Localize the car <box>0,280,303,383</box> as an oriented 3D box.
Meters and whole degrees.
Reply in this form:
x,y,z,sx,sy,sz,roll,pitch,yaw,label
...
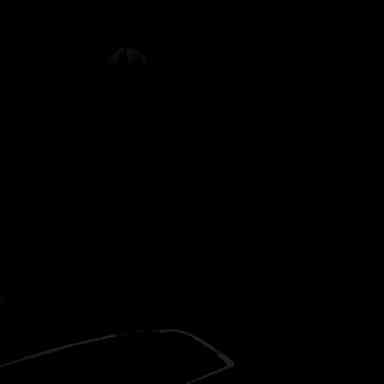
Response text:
x,y,z,sx,sy,sz,roll,pitch,yaw,label
-1.344,1.506,2.079,4.892,1.490,1.837,1,0,-35,car
